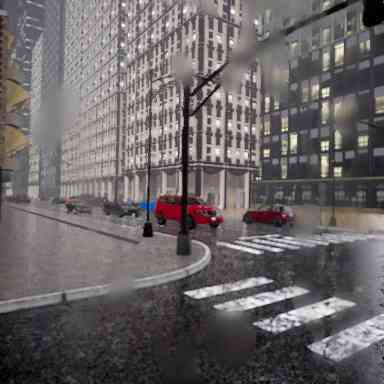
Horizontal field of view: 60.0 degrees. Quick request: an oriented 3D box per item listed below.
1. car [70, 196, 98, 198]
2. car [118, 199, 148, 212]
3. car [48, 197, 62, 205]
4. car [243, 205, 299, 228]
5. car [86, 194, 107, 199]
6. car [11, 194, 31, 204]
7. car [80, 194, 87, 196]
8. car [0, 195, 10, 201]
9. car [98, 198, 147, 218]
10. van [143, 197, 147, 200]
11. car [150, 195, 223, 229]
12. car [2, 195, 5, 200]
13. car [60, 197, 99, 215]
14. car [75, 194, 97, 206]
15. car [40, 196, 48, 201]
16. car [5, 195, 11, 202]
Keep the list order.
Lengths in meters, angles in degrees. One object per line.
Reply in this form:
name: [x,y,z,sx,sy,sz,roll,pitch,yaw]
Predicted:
car: [-13.436,1.550,40.458,1.994,1.385,4.181,2,-1,-35]
car: [-7.570,1.683,42.162,2.008,1.369,4.403,2,-1,-35]
car: [-24.388,1.590,61.447,2.033,1.411,5.357,2,-1,-38]
car: [5.497,1.603,23.728,1.967,1.590,4.097,2,-1,-35]
car: [-14.668,1.482,52.917,2.097,1.767,4.553,2,-1,-35]
car: [-30.730,1.211,60.365,2.192,1.841,5.009,2,-1,-35]
car: [-18.944,1.403,53.734,2.097,1.767,4.553,2,-1,-36]
car: [-46.968,1.422,83.269,1.752,1.417,4.829,2,-1,-35]
car: [-6.503,1.548,30.648,2.033,1.411,5.357,2,-1,-35]
van: [-4.299,1.481,37.556,1.690,1.788,3.998,2,-1,-35]
car: [-0.378,1.236,21.963,2.150,2.045,5.566,2,-1,-37]
car: [-40.532,1.434,74.188,2.008,1.369,4.403,2,-1,-35]
car: [-11.140,1.481,32.709,2.008,1.369,4.403,2,-1,-35]
car: [-18.752,1.351,58.675,2.150,2.045,5.566,2,-1,-35]
car: [-36.964,1.672,83.639,1.802,1.307,4.206,2,-1,-35]
car: [-37.267,1.453,69.579,1.947,1.339,4.313,2,-1,-35]
